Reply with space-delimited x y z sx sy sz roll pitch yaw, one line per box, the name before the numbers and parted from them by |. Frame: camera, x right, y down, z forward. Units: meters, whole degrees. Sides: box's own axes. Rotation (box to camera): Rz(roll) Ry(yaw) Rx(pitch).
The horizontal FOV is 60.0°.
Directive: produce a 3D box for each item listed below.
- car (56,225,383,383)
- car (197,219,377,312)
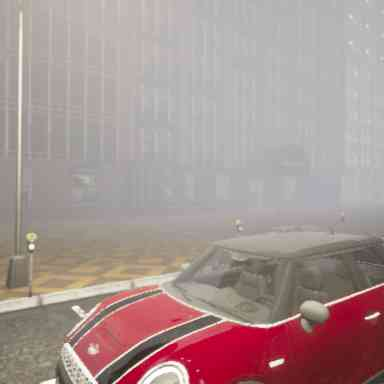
car | 0.854 1.353 3.948 4.553 1.767 2.097 0 0 -35
car | 2.505 1.555 8.338 4.403 1.369 2.008 0 1 -36
